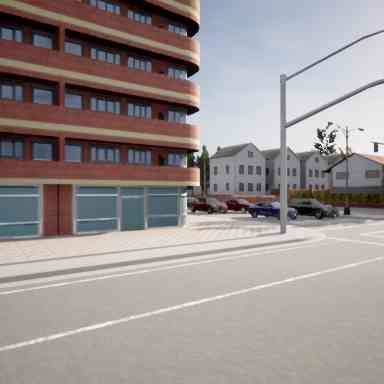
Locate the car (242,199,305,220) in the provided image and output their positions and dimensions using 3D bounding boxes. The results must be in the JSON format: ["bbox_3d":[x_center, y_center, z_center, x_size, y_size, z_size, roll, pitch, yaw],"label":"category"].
[{"bbox_3d":[6.792,1.526,28.178,1.812,1.442,4.674,0,0,-35],"label":"car"}]

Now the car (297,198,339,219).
[{"bbox_3d":[10.427,1.352,29.072,2.097,1.767,4.553,0,0,-35],"label":"car"}]

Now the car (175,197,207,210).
[{"bbox_3d":[-0.210,1.505,44.434,1.837,1.490,4.892,0,0,-35],"label":"car"}]

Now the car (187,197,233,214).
[{"bbox_3d":[1.795,1.352,35.374,2.097,1.767,4.553,0,0,-34],"label":"car"}]

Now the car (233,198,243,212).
[{"bbox_3d":[5.174,1.477,36.646,1.882,1.535,5.008,0,0,-35],"label":"car"}]
